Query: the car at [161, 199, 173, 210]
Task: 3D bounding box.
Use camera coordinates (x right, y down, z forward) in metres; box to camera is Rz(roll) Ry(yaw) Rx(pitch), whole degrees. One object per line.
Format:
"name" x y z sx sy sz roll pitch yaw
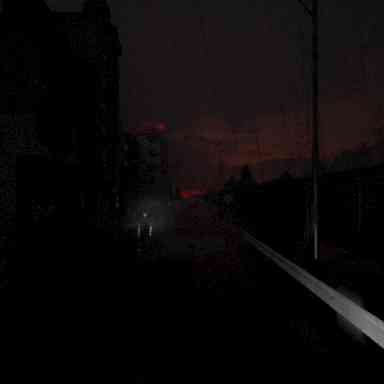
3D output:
"car" -4.086 1.848 50.942 2.097 1.767 4.553 0 -1 0

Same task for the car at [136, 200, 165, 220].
"car" -4.116 1.800 31.611 2.128 1.511 4.902 0 -1 0

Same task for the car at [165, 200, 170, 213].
"car" -4.116 1.999 40.893 1.895 1.301 4.718 0 -1 0

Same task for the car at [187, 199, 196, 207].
"car" -0.041 2.177 66.965 1.812 1.442 4.674 0 -1 0

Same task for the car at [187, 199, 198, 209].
"car" 0.063 2.032 56.973 1.882 1.535 5.008 0 -1 0
